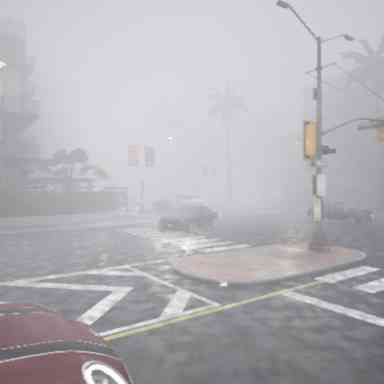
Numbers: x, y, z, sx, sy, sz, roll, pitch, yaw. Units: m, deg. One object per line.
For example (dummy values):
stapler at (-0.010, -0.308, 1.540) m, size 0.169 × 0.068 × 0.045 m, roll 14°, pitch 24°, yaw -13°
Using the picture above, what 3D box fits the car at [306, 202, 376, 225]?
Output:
car at (10.632, 1.487, 24.089) m, size 2.128 × 1.511 × 4.902 m, roll 0°, pitch 0°, yaw -35°

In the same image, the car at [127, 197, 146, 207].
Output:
car at (-9.019, 1.543, 52.172) m, size 2.033 × 1.411 × 5.357 m, roll 0°, pitch 0°, yaw -35°

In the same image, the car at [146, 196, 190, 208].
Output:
car at (-2.784, 1.488, 37.123) m, size 2.128 × 1.511 × 4.902 m, roll 0°, pitch 0°, yaw -35°

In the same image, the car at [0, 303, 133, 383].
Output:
car at (-2.576, 1.352, 1.908) m, size 4.553 × 1.767 × 2.097 m, roll 0°, pitch 0°, yaw -36°

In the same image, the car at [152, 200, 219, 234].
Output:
car at (-0.048, 1.475, 19.584) m, size 1.882 × 1.535 × 5.008 m, roll 1°, pitch 0°, yaw 26°

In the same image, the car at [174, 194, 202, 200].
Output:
car at (-0.384, 1.218, 39.814) m, size 2.150 × 2.045 × 5.566 m, roll 0°, pitch 0°, yaw -35°
